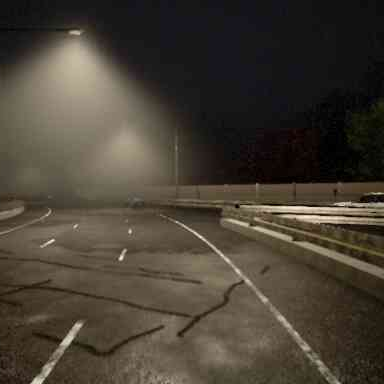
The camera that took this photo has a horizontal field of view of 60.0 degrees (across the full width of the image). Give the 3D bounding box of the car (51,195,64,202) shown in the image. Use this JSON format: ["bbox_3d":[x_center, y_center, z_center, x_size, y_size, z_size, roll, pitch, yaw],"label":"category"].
[{"bbox_3d":[-31.771,1.473,78.053,4.892,1.490,1.837,0,0,44],"label":"car"}]

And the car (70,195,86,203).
[{"bbox_3d":[-23.391,1.342,68.160,2.097,1.767,4.553,0,0,-39],"label":"car"}]

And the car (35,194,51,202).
[{"bbox_3d":[-34.681,1.449,75.941,5.008,1.535,1.882,0,0,44],"label":"car"}]

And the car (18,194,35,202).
[{"bbox_3d":[-37.185,1.462,73.495,5.008,1.535,1.882,0,0,44],"label":"car"}]

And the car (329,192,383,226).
[{"bbox_3d":[11.940,1.030,21.598,5.566,2.045,2.150,0,0,35],"label":"car"}]

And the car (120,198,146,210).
[{"bbox_3d":[-7.524,1.440,42.125,1.994,1.385,4.181,0,0,-35],"label":"car"}]
